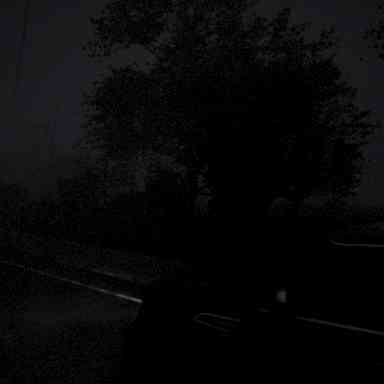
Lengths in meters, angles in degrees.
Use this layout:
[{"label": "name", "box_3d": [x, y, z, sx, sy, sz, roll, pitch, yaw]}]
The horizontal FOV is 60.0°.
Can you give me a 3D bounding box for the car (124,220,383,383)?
[{"label": "car", "box_3d": [1.925, 1.225, 2.670, 5.566, 2.045, 2.150, 0, 0, 36]}]
